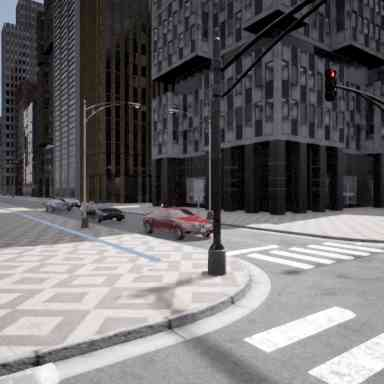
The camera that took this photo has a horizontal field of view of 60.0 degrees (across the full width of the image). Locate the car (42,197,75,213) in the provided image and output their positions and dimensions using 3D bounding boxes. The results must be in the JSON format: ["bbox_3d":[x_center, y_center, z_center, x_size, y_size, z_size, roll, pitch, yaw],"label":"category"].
[{"bbox_3d":[-14.768,1.488,36.640,1.812,1.442,4.674,0,0,-35],"label":"car"}]

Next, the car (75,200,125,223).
[{"bbox_3d":[-7.041,1.522,25.811,2.033,1.411,5.357,0,0,-35],"label":"car"}]

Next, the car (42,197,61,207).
[{"bbox_3d":[-22.040,1.509,52.098,1.994,1.385,4.181,0,0,-36],"label":"car"}]

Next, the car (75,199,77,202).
[{"bbox_3d":[-16.252,1.552,44.099,1.895,1.301,4.718,0,0,-35],"label":"car"}]

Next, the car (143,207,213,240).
[{"bbox_3d":[-0.887,1.512,17.198,1.812,1.442,4.674,0,0,-37],"label":"car"}]
